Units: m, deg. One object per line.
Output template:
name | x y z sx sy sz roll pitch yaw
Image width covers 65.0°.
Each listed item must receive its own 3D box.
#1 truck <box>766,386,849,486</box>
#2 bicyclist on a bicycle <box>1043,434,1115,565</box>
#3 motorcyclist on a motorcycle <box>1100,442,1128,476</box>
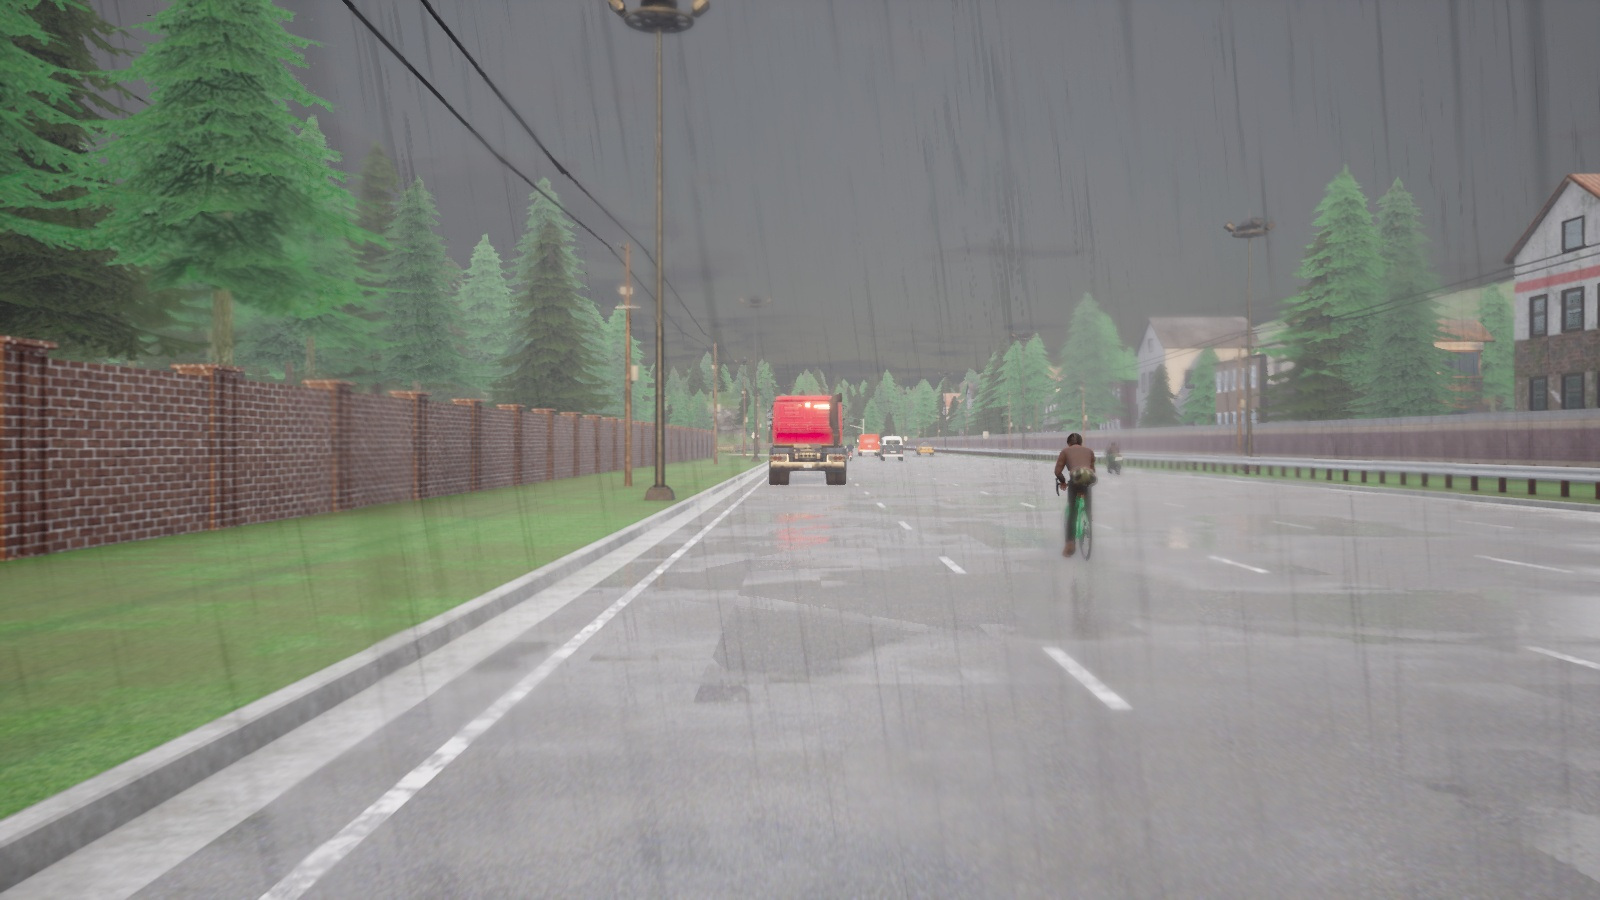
truck | 0.288 -0.504 47.626 2.891 3.462 7.936 0 0 0
bicyclist on a bicycle | 3.609 0.610 16.352 0.582 1.620 1.656 0 0 0
motorcyclist on a motorcycle | 14.343 0.417 57.385 0.797 1.523 2.044 0 0 0
